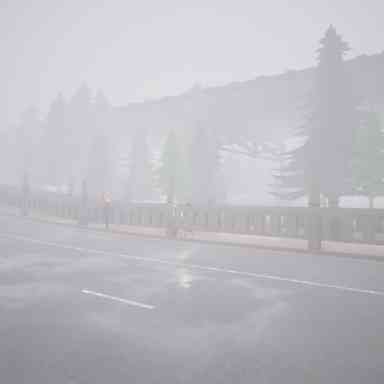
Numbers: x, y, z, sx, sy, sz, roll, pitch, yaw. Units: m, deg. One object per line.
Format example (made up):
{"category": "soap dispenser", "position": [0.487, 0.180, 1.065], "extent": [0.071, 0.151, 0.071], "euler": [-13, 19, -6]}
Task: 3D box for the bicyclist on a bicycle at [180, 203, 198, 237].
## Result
{"category": "bicyclist on a bicycle", "position": [-0.094, 1.343, 16.119], "extent": [0.582, 1.620, 1.656], "euler": [1, -3, 33]}
